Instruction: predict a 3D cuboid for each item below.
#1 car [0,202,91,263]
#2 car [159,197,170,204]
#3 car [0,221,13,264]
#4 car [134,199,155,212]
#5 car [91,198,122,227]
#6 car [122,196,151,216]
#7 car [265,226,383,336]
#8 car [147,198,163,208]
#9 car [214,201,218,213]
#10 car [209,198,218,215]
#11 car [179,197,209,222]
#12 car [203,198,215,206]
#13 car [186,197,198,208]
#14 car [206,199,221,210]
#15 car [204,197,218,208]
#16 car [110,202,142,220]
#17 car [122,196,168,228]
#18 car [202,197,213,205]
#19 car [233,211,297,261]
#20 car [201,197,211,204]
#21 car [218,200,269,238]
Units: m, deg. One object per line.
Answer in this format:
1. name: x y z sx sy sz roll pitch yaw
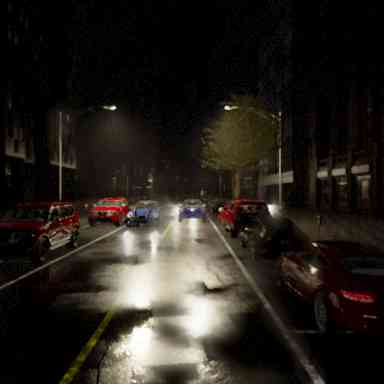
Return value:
1. car: -5.666 1.330 12.148 2.192 1.841 5.009 0 0 0
2. car: -5.650 1.746 68.536 1.802 1.307 4.206 0 0 0
3. car: -5.667 1.531 6.340 1.752 1.417 4.829 0 0 0
4. car: -5.657 1.619 40.343 1.887 1.381 4.507 0 0 0
5. car: -5.663 1.353 23.427 2.192 1.841 5.009 0 0 0
6. car: -5.659 1.376 34.704 2.192 1.841 5.009 0 0 0
7. car: 2.858 1.587 6.498 1.802 1.307 4.206 0 0 0
8. car: -5.655 1.671 51.621 1.947 1.339 4.313 0 0 0
9. car: 2.863 1.582 23.416 1.887 1.381 4.507 0 0 0
10. car: 2.866 1.627 34.694 1.947 1.339 4.313 0 0 0
11. car: 0.049 1.397 27.043 2.097 1.767 4.553 0 0 1
12. car: 2.872 1.705 57.252 1.802 1.307 4.206 0 0 0
13. car: 0.018 1.586 51.724 1.882 1.535 5.008 0 0 0
14. car: 2.869 1.671 45.974 1.802 1.307 4.206 0 0 0
15. car: 2.870 1.545 51.614 1.967 1.590 4.097 0 0 0
16. car: -5.660 1.615 29.066 1.947 1.339 4.313 0 0 0
17. car: -2.994 1.386 22.125 2.097 1.767 4.553 0 0 0
18. car: 2.873 1.708 62.892 1.947 1.339 4.313 0 0 0
19. car: 2.860 1.581 12.136 1.947 1.339 4.313 0 0 0
20. car: 2.875 1.730 68.532 1.947 1.339 4.313 0 0 0
21. car: 2.861 1.341 17.777 2.192 1.841 5.009 0 0 0
